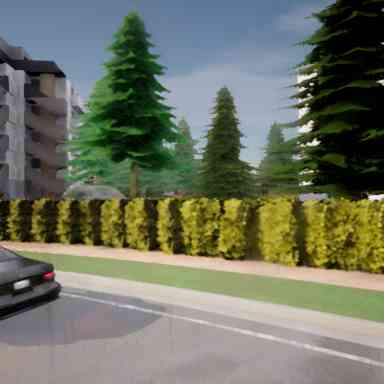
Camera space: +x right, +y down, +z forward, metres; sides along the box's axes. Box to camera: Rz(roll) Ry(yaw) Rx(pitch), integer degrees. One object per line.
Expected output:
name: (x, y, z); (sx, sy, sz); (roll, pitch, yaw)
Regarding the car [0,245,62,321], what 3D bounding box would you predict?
car: (-5.145, 1.632, 6.667); (5.357, 1.411, 2.033); (-1, 0, 25)
